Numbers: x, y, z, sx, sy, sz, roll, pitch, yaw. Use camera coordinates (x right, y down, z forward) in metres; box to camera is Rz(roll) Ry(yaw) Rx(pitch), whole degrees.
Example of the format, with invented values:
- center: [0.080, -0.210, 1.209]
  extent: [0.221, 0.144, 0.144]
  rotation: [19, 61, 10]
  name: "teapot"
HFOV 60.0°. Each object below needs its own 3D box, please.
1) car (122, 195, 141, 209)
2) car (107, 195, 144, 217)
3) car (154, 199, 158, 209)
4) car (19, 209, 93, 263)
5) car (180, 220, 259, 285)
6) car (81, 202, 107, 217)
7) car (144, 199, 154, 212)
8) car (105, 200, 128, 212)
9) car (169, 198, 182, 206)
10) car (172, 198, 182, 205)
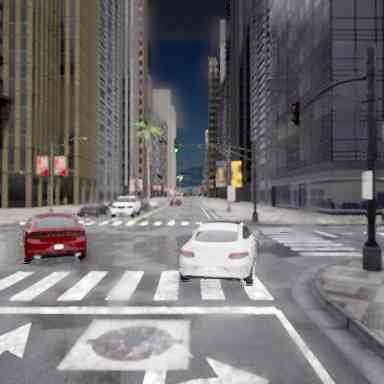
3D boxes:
- center: [-9.730, 1.582, 54.101]
  extent: [2.150, 2.045, 5.566]
  rotation: [0, 0, 0]
  name: "car"
- center: [-6.586, 1.425, 33.661]
  extent: [2.150, 2.045, 5.566]
  rotation: [0, 0, 0]
  name: "car"
- center: [-6.480, 1.880, 53.330]
  extent: [1.812, 1.442, 4.674]
  rotation: [0, 0, 0]
  name: "car"
- center: [-5.258, 1.526, 12.387]
  extent: [1.882, 1.535, 5.008]
  rotation: [1, 0, -28]
  name: "car"
- center: [0.911, 1.549, 9.648]
  extent: [1.812, 1.442, 4.674]
  rotation: [0, 1, 12]
  name: "car"
- center: [-9.834, 1.751, 33.618]
  extent: [2.033, 1.411, 5.357]
  rotation: [0, 0, 0]
  name: "car"
- center: [-6.553, 1.779, 43.373]
  extent: [1.837, 1.490, 4.892]
  rotation: [0, 0, 1]
  name: "car"
- center: [-9.802, 1.801, 43.527]
  extent: [1.812, 1.442, 4.674]
  rotation: [0, 0, 1]
  name: "car"
- center: [-3.226, 1.962, 62.932]
  extent: [1.812, 1.442, 4.674]
  rotation: [0, 0, 0]
  name: "car"
- center: [-3.222, 2.077, 73.236]
  extent: [1.994, 1.385, 4.181]
  rotation: [0, 0, 0]
  name: "car"
